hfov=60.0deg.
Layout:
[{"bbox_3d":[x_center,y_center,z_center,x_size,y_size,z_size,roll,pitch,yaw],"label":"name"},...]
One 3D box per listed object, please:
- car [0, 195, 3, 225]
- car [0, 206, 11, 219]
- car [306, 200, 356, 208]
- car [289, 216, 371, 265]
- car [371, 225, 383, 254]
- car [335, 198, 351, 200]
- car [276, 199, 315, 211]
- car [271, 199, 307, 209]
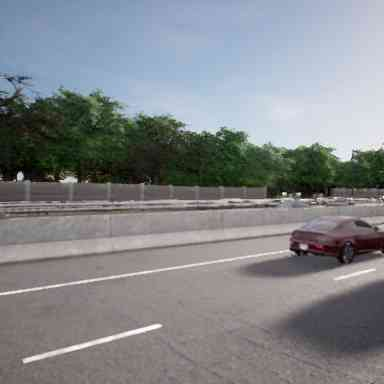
[{"bbox_3d":[-16.125,1.221,22.584,5.566,2.045,2.150,1,0,-36],"label":"car"},{"bbox_3d":[-13.376,1.566,20.246,4.181,1.385,1.994,0,0,-36],"label":"car"},{"bbox_3d":[12.913,1.701,30.395,4.718,1.301,1.895,0,0,-35],"label":"car"},{"bbox_3d":[5.430,1.578,11.919,4.674,1.442,1.812,0,0,-35],"label":"car"},{"bbox_3d":[7.435,1.274,9.051,5.566,2.045,2.150,0,0,-35],"label":"car"},{"bbox_3d":[19.708,1.609,43.824,4.892,1.490,1.837,0,0,-35],"label":"car"},{"bbox_3d":[13.666,1.654,43.825,5.357,1.411,2.033,0,0,-35],"label":"car"},{"bbox_3d":[9.613,1.623,32.340,4.674,1.442,1.812,0,0,-35],"label":"car"}]
